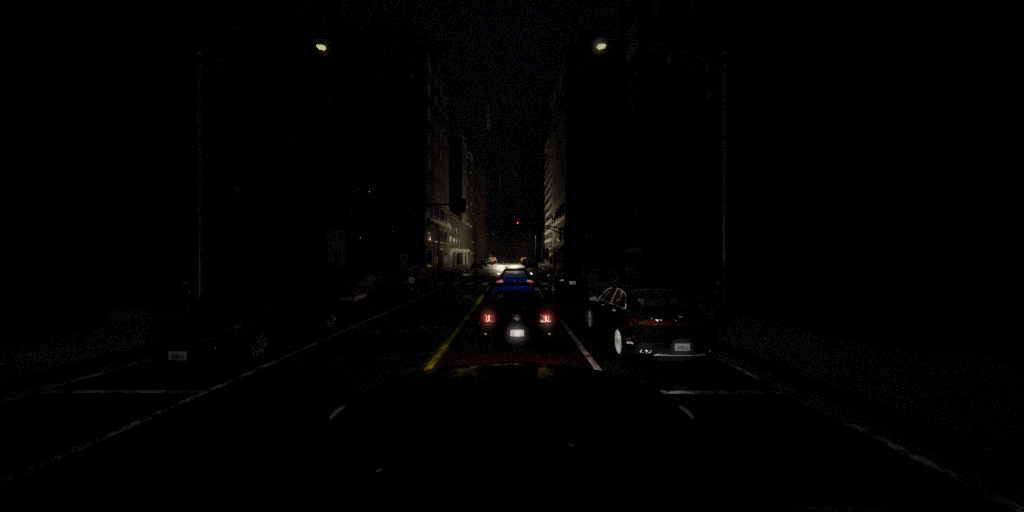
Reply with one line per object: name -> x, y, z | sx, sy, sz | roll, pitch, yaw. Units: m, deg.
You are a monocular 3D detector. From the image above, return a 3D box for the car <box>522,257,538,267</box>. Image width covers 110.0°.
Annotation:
car -> 3.069, 1.225, 56.306 | 1.967, 1.591, 4.097 | 0, 0, 0

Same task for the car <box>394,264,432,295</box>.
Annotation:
car -> -5.612, 1.190, 19.246 | 1.967, 1.591, 4.097 | 0, 0, 0

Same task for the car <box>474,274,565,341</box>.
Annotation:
car -> 0.121, 1.351, 9.840 | 1.895, 1.301, 4.718 | 0, 0, 0

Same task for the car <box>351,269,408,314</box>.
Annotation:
car -> -5.631, 1.332, 13.744 | 1.802, 1.307, 4.207 | 0, 0, 0

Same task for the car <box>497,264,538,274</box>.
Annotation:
car -> 0.151, 1.314, 18.600 | 1.994, 1.385, 4.181 | 0, 0, 1

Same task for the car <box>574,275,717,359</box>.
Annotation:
car -> 2.877, 1.300, 8.215 | 2.007, 1.370, 4.403 | 0, 0, 0

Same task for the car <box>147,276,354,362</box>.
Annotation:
car -> -5.648, 1.315, 8.243 | 1.948, 1.339, 4.313 | 0, 0, 0

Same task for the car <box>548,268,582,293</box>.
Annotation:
car -> 2.913, 1.316, 19.218 | 1.948, 1.339, 4.313 | 0, 0, 0

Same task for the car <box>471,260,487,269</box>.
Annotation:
car -> -5.457, 1.367, 56.347 | 1.802, 1.307, 4.207 | 0, 0, 0
